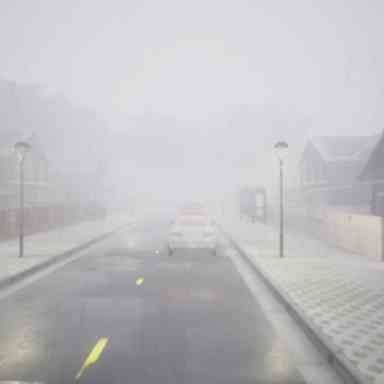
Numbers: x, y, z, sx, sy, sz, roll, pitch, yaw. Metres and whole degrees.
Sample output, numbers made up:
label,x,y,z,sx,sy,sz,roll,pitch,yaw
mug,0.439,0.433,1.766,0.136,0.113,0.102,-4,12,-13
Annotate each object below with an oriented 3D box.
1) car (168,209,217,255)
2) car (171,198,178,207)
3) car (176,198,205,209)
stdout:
label,x,y,z,sx,sy,sz,roll,pitch,yaw
car,0.027,1.667,13.898,1.812,1.442,4.674,0,0,0
car,-2.747,1.994,63.443,2.097,1.767,4.553,0,-1,1
car,0.032,1.640,28.420,2.097,1.767,4.553,0,-1,0
